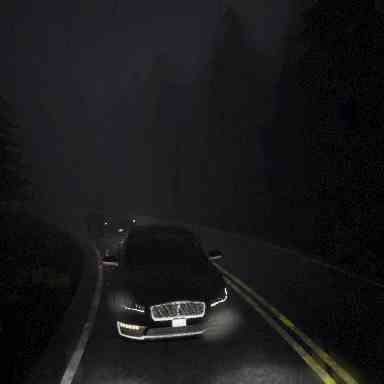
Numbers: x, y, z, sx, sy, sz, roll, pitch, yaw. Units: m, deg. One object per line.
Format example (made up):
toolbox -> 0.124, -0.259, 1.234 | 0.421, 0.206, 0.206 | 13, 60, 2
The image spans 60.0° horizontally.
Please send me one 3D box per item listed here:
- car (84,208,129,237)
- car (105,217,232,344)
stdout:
car -> -4.640, 1.612, 18.560 | 1.895, 1.301, 4.718 | -3, 1, -29
car -> -0.647, 1.495, 6.820 | 1.837, 1.490, 4.892 | -1, 0, -11
